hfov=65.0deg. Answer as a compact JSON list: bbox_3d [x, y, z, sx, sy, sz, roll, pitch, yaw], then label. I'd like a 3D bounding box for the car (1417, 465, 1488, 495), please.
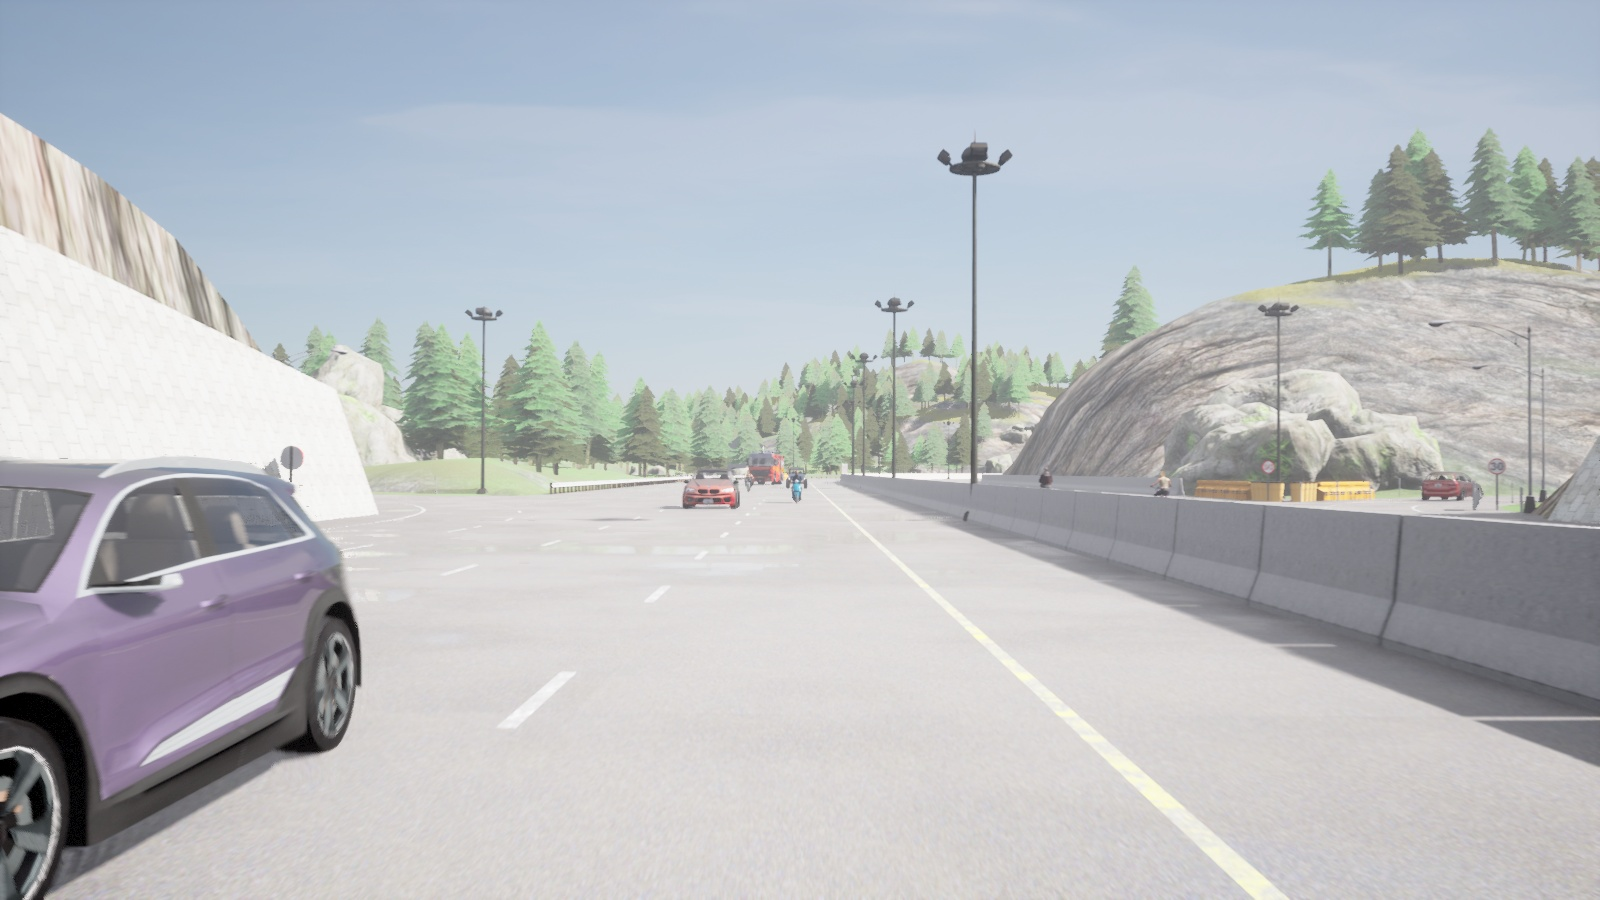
[{"bbox_3d":[38.180,1.734,73.462,4.611,1.667,2.242,1,-1,-43],"label":"car"}]

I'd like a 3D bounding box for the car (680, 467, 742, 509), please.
[{"bbox_3d":[-3.626,1.543,51.884,2.242,1.667,4.611,0,-1,0],"label":"car"}]

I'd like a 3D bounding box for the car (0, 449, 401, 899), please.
[{"bbox_3d":[-3.514,0.850,5.441,2.033,1.649,4.856,0,-1,0],"label":"car"}]

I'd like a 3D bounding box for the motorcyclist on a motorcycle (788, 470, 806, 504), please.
[{"bbox_3d":[-0.147,1.779,60.403,0.866,1.590,1.817,0,-1,0],"label":"motorcyclist on a motorcycle"}]
